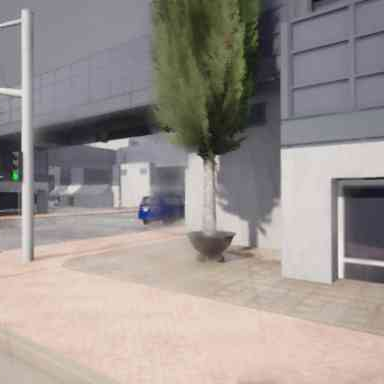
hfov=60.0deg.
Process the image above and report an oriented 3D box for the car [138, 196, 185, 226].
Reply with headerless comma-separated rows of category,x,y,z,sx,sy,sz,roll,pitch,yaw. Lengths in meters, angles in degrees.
car,-1.504,1.283,24.279,2.150,2.045,5.566,0,0,36
